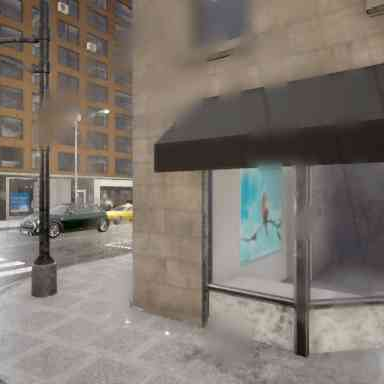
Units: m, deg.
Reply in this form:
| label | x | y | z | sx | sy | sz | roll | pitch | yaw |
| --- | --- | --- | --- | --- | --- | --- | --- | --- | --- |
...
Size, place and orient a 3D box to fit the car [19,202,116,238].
| label | x | y | z | sx | sy | sz | roll | pitch | yaw |
| --- | --- | --- | --- | --- | --- | --- | --- | --- | --- |
| car | -6.709 | 1.366 | 17.871 | 2.097 | 1.767 | 4.553 | 0 | 0 | 36 |

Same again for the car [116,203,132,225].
| label | x | y | z | sx | sy | sz | roll | pitch | yaw |
| --- | --- | --- | --- | --- | --- | --- | --- | --- | --- |
| car | -4.907 | 1.548 | 24.696 | 1.752 | 1.417 | 4.829 | 0 | 0 | 36 |
